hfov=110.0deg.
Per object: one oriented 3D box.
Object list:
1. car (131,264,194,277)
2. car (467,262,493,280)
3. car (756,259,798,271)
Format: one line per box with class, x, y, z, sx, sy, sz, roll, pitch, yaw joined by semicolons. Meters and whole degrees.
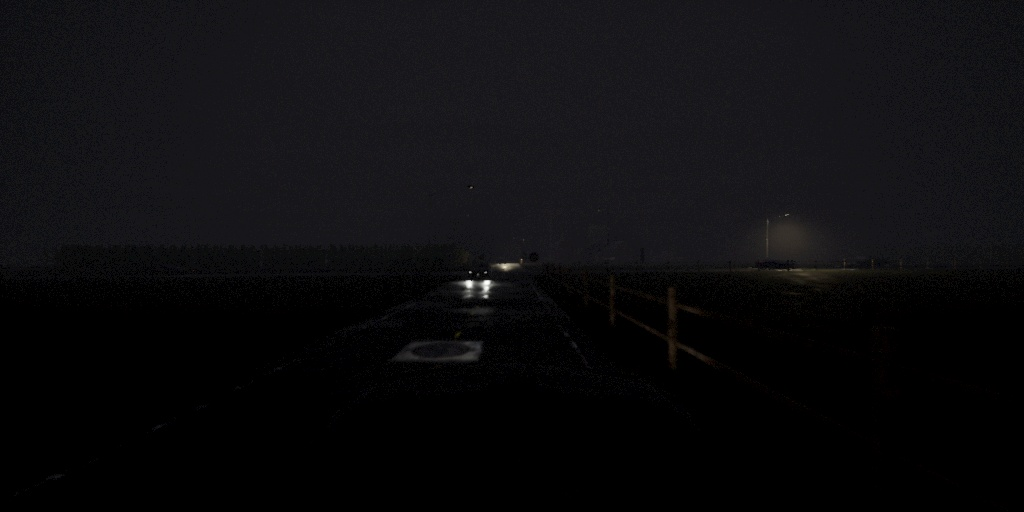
car;-39.098;1.591;40.180;5.357;1.411;2.033;0;0;-5
car;-2.751;1.279;31.486;1.837;1.490;4.892;0;-1;0
car;34.229;1.073;46.275;5.008;1.535;1.882;0;0;-5
